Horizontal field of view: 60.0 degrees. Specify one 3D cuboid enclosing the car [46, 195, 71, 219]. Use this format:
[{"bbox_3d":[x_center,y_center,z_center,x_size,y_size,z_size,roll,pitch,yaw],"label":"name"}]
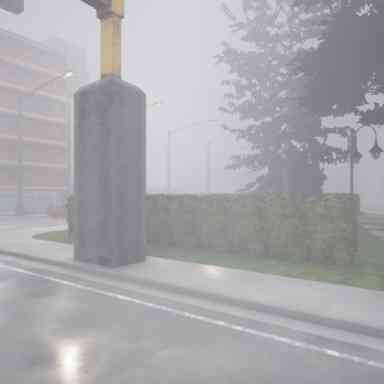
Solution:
[{"bbox_3d":[-9.817,1.214,29.060,2.150,2.045,5.566,0,0,36],"label":"car"}]
